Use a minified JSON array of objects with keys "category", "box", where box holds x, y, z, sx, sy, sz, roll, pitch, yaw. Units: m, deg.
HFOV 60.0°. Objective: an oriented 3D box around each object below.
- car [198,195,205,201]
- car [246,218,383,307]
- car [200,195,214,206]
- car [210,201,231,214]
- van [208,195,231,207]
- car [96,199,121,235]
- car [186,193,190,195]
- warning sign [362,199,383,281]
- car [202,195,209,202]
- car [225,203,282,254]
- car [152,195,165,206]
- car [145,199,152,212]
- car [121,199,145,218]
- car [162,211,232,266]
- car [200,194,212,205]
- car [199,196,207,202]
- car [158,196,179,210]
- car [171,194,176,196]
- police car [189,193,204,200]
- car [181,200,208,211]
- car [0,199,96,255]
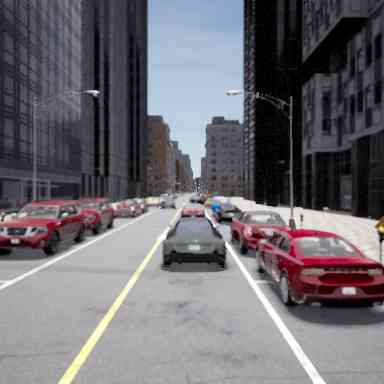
[{"category":"car","box":[2.648,1.567,92.465,1.967,1.590,4.097,0,0,0]},{"category":"car","box":[2.665,1.546,7.879,1.887,1.381,4.507,0,0,0]},{"category":"car","box":[2.654,1.395,58.627,2.192,1.841,5.009,0,0,0]},{"category":"car","box":[2.661,1.574,24.796,1.947,1.339,4.313,0,0,0]},{"category":"van","box":[2.659,1.356,30.435,1.690,1.788,3.998,0,0,0]},{"category":"car","box":[-5.862,1.320,19.169,2.192,1.841,5.009,0,0,0]},{"category":"car","box":[0.525,1.578,67.998,1.882,1.535,5.008,0,0,-8]},{"category":"warning sign","box":[5.066,1.117,8.092,1.300,1.860,1.060,0,0,0]},{"category":"car","box":[2.657,1.576,47.559,1.752,1.417,4.829,0,0,1]},{"category":"car","box":[2.664,1.443,13.518,1.967,1.590,4.097,0,0,0]},{"category":"car","box":[-5.878,1.589,52.803,1.752,1.417,4.829,0,0,1]},{"category":"car","box":[-5.867,1.464,36.087,1.967,1.590,4.097,0,0,0]},{"category":"car","box":[-5.866,1.455,30.448,1.967,1.590,4.097,0,0,0]},{"category":"car","box":[0.074,1.567,11.542,1.994,1.385,4.181,0,0,0]},{"category":"car","box":[2.652,1.407,64.268,2.192,1.841,5.009,0,0,0]},{"category":"car","box":[2.650,1.670,81.186,2.008,1.369,4.403,0,0,0]},{"category":"car","box":[-3.100,1.566,44.119,1.812,1.442,4.674,0,0,0]},{"category":"car","box":[-5.877,1.706,86.847,1.802,1.307,4.206,0,0,0]},{"category":"police car","box":[0.745,1.500,58.217,1.930,1.638,5.238,-1,0,1]},{"category":"car","box":[0.076,1.613,28.010,1.895,1.301,4.718,0,0,0]},{"category":"car","box":[-5.861,1.318,13.530,2.192,1.841,5.009,0,0,0]}]
